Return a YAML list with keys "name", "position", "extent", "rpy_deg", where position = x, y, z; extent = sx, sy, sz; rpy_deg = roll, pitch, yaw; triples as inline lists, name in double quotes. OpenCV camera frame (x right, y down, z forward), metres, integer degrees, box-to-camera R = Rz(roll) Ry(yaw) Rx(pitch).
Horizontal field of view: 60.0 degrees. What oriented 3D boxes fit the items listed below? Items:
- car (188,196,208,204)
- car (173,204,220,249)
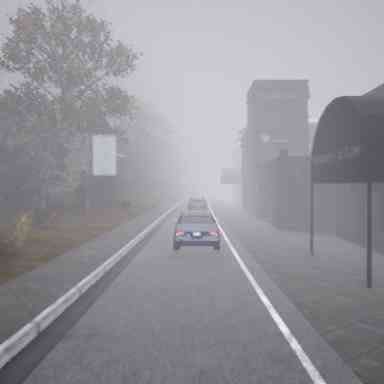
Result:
- name: "car"
  position: [0.568, 1.137, 33.538]
  extent: [2.128, 1.511, 4.902]
  rpy_deg: [0, 1, 1]
- name: "car"
  position: [0.197, 1.501, 14.263]
  extent: [2.033, 1.411, 5.357]
  rpy_deg: [0, 1, 1]
